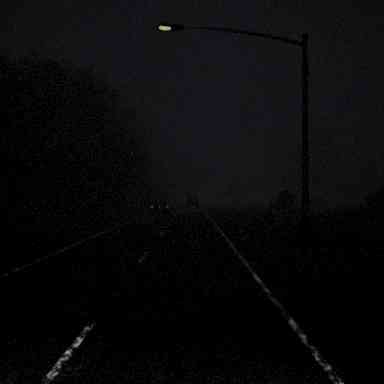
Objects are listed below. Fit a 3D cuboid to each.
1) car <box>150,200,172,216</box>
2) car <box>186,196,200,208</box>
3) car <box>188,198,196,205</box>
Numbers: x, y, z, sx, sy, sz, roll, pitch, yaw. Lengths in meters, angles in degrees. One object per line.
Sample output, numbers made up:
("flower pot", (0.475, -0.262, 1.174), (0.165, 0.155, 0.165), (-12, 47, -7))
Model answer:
("car", (-3.336, 1.652, 36.715), (2.097, 1.767, 4.553), (0, 0, 1))
("car", (0.111, 1.684, 56.769), (2.150, 2.045, 5.566), (0, -1, 0))
("car", (0.018, 2.130, 73.504), (1.812, 1.442, 4.674), (0, 0, 0))
